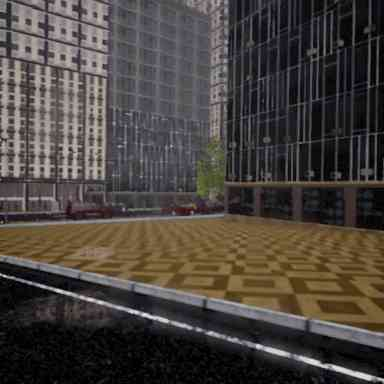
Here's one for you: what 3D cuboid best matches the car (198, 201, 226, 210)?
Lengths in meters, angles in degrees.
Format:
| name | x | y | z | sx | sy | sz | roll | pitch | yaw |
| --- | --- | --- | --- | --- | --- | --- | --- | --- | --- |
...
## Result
| name | x | y | z | sx | sy | sz | roll | pitch | yaw |
| --- | --- | --- | --- | --- | --- | --- | --- | --- | --- |
| car | 3.249 | 2.162 | 54.999 | 4.313 | 1.339 | 1.947 | 0 | 1 | -34 |

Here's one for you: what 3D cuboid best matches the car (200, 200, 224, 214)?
| name | x | y | z | sx | sy | sz | roll | pitch | yaw |
| --- | --- | --- | --- | --- | --- | --- | --- | --- | --- |
| car | 3.024 | 2.018 | 45.291 | 5.009 | 1.841 | 2.192 | 0 | 1 | -34 |

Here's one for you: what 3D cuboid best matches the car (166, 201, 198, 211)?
| name | x | y | z | sx | sy | sz | roll | pitch | yaw |
| --- | --- | --- | --- | --- | --- | --- | --- | --- | --- |
| car | -1.569 | 2.095 | 51.700 | 4.829 | 1.417 | 1.752 | 0 | 1 | -34 |

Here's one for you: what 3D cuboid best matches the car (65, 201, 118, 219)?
| name | x | y | z | sx | sy | sz | roll | pitch | yaw |
| --- | --- | --- | --- | --- | --- | --- | --- | --- | --- |
| car | -11.009 | 1.939 | 35.685 | 5.009 | 1.841 | 2.192 | 0 | 1 | -34 |

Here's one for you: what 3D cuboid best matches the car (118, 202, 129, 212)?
| name | x | y | z | sx | sy | sz | roll | pitch | yaw |
| --- | --- | --- | --- | --- | --- | --- | --- | --- | --- |
| car | -10.785 | 2.069 | 45.392 | 4.403 | 1.369 | 2.008 | 0 | 1 | -34 |

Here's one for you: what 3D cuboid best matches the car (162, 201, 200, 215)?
| name | x | y | z | sx | sy | sz | roll | pitch | yaw |
| --- | --- | --- | --- | --- | --- | --- | --- | --- | --- |
| car | -1.657 | 2.221 | 42.092 | 4.507 | 1.381 | 1.887 | 0 | 1 | -34 |
